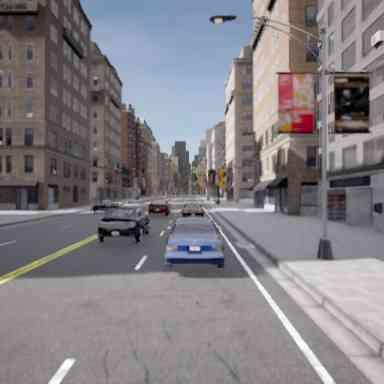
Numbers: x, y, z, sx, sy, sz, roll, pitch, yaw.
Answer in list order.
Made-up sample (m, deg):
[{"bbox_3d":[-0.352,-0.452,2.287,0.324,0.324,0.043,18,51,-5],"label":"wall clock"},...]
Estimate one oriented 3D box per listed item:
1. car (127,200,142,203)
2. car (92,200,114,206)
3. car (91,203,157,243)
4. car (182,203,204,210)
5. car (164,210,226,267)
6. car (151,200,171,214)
[{"bbox_3d":[-6.593,1.608,37.752,1.895,1.301,4.718,0,0,0],"label":"car"},{"bbox_3d":[-9.843,1.608,37.656,1.895,1.301,4.718,0,0,0],"label":"car"},{"bbox_3d":[-3.157,1.502,16.160,2.128,1.511,4.902,0,0,0],"label":"car"},{"bbox_3d":[0.093,1.610,29.979,1.895,1.301,4.718,0,0,0],"label":"car"},{"bbox_3d":[0.083,1.557,11.420,2.033,1.411,5.357,0,0,0],"label":"car"},{"bbox_3d":[-3.153,1.486,32.964,1.882,1.535,5.008,0,0,0],"label":"car"}]
